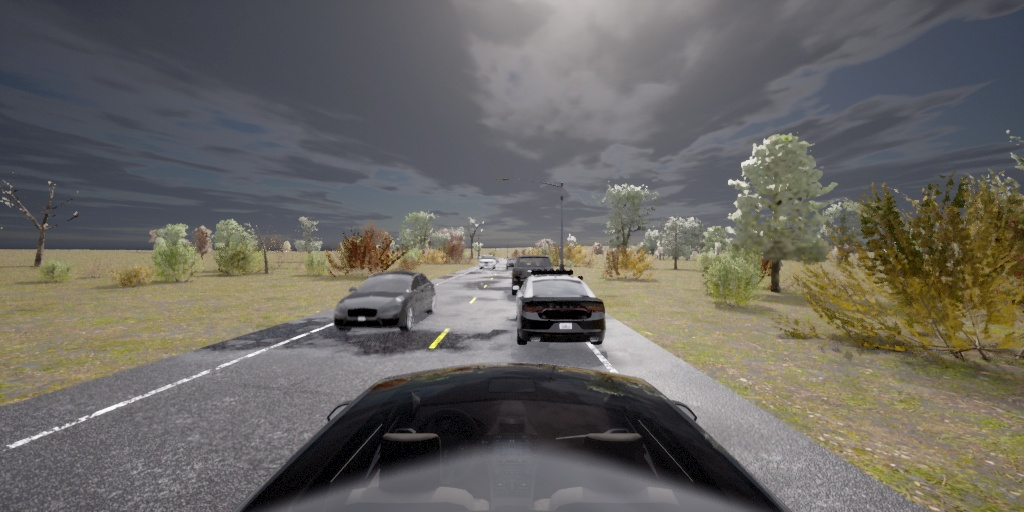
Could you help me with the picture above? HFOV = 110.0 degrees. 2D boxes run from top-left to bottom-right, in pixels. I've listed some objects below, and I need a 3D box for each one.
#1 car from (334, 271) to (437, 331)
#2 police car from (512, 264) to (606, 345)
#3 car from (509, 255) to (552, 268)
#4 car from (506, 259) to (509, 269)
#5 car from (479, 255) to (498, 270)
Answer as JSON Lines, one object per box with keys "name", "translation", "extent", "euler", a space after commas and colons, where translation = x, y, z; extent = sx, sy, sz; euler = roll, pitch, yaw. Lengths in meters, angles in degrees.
{"name": "car", "translation": [-3.595, 1.249, 10.997], "extent": [1.837, 1.490, 4.892], "euler": [0, 0, 0]}
{"name": "police car", "translation": [1.055, 1.170, 9.615], "extent": [1.930, 1.638, 5.238], "euler": [0, 0, 0]}
{"name": "car", "translation": [1.060, 0.957, 19.536], "extent": [2.150, 2.045, 5.566], "euler": [0, 0, 0]}
{"name": "car", "translation": [0.083, 1.209, 52.255], "extent": [2.033, 1.411, 5.357], "euler": [0, 0, 1]}
{"name": "car", "translation": [-3.574, 0.883, 52.233], "extent": [2.150, 2.045, 5.566], "euler": [0, 0, 0]}
